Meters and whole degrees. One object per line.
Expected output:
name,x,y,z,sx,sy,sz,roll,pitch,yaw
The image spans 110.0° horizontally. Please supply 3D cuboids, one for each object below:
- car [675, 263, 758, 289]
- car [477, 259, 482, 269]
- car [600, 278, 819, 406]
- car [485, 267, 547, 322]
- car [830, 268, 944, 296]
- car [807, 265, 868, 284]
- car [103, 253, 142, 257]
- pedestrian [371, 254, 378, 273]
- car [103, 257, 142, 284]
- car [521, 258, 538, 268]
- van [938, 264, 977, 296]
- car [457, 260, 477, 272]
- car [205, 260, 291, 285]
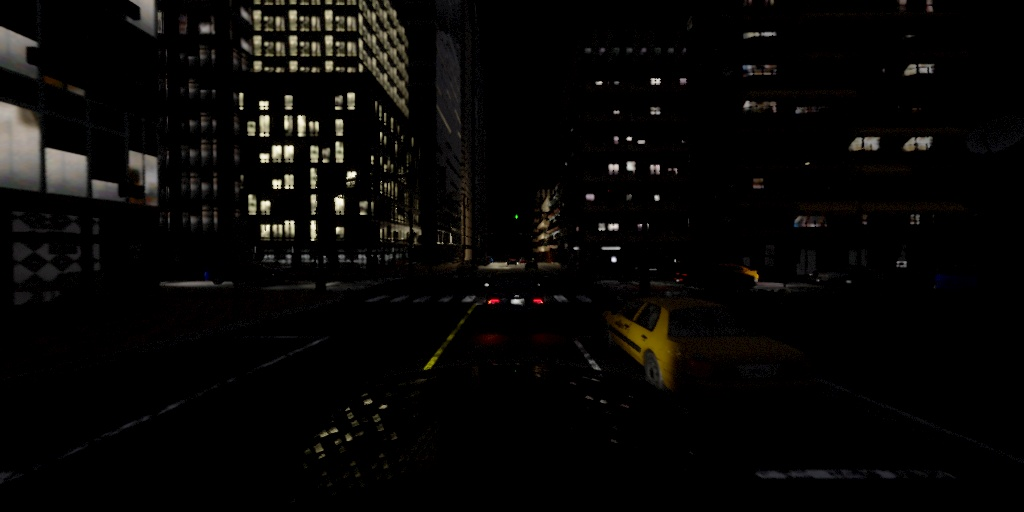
car,13.365,1.379,23.653,4.892,1.490,1.837,0,0,1
car,-5.696,1.254,49.827,1.948,1.339,4.313,0,0,0
car,2.819,1.269,6.389,1.751,1.417,4.829,0,0,0
car,0.033,1.283,12.245,2.033,1.411,5.357,0,0,-2
car,21.714,1.555,20.904,4.313,1.339,1.948,0,0,1
car,24.946,1.514,26.643,4.718,1.301,1.895,0,1,1
car,-33.617,0.680,30.056,5.009,1.841,2.192,0,0,1
pedestrian,-12.551,0.639,32.688,0.375,1.860,0.375,0,1,1
car,-27.079,1.018,24.162,4.902,1.511,2.128,1,1,1
car,2.685,1.239,49.828,2.007,1.370,4.403,0,0,0
van,27.246,1.376,20.827,3.998,1.789,1.690,0,0,1
car,-5.695,1.221,44.003,1.751,1.417,4.829,0,0,0
car,-17.584,1.086,24.033,5.008,1.535,1.882,0,1,0
